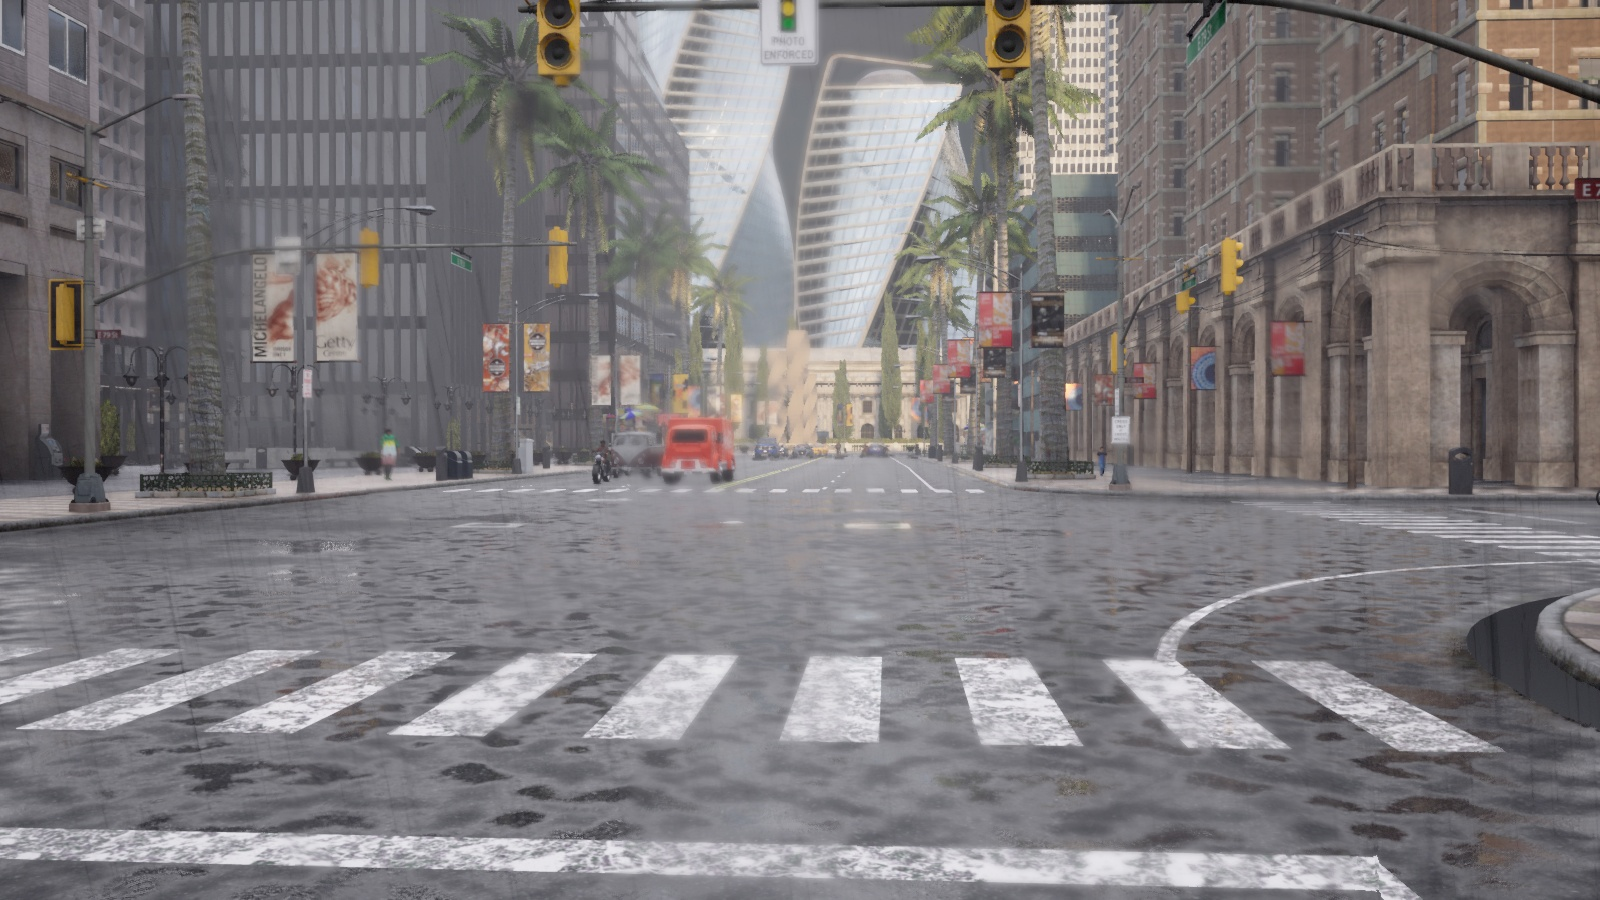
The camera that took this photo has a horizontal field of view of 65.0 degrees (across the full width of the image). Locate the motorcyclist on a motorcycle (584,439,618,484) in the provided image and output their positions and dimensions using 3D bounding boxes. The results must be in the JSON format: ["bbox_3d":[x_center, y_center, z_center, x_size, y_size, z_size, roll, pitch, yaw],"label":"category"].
[{"bbox_3d":[-7.542,0.421,47.763,0.766,1.649,2.350,0,0,4],"label":"motorcyclist on a motorcycle"}]

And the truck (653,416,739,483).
[{"bbox_3d":[-3.975,-0.020,48.915,2.627,2.467,5.204,0,0,4],"label":"truck"}]

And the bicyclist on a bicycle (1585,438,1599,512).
[{"bbox_3d":[18.287,0.542,27.618,1.509,1.612,0.866,0,0,3],"label":"bicyclist on a bicycle"}]

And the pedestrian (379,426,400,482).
[{"bbox_3d":[-14.581,0.140,44.609,0.659,1.952,0.873,0,0,-17],"label":"pedestrian"}]

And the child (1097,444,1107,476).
[{"bbox_3d":[12.076,0.409,50.210,0.270,1.263,0.437,0,0,2],"label":"child"}]

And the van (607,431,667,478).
[{"bbox_3d":[-7.087,0.183,55.049,1.775,1.987,4.442,0,0,4],"label":"van"}]
